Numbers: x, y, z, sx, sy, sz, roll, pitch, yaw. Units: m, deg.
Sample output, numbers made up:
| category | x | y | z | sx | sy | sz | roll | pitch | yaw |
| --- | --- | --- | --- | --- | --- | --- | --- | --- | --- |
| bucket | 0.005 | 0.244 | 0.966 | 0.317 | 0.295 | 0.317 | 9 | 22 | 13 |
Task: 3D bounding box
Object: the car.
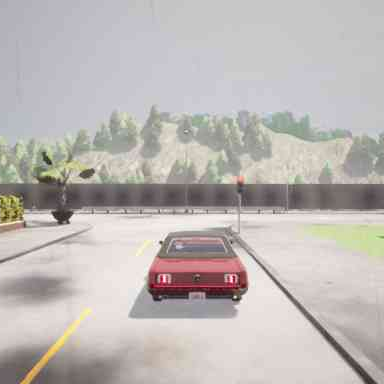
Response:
| category | x | y | z | sx | sy | sz | roll | pitch | yaw |
| --- | --- | --- | --- | --- | --- | --- | --- | --- | --- |
| car | 0.102 | 1.601 | 8.258 | 1.895 | 1.301 | 4.718 | 0 | 0 | 0 |
